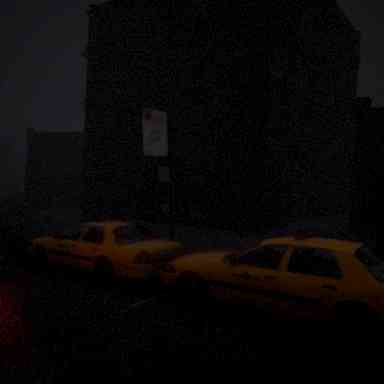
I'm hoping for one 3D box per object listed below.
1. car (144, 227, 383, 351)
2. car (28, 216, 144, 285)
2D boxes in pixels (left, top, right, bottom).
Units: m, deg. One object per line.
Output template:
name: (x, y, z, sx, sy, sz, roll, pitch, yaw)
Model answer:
car: (1.787, 1.488, 6.251, 5.366, 1.575, 1.946, 0, 0, 36)
car: (-2.673, 1.477, 9.508, 5.366, 1.575, 1.946, 0, 0, 36)
